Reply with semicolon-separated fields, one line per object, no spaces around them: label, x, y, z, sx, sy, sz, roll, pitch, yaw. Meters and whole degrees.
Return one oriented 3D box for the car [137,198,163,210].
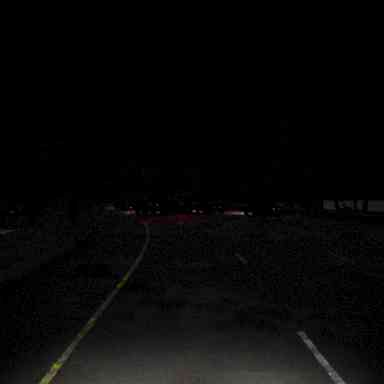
car;-5.950;1.621;46.711;1.882;1.535;5.008;0;0;-29

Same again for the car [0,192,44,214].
car;-12.377;0.955;24.384;2.150;2.045;5.566;0;0;-13

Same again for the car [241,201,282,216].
car;6.889;1.651;33.493;2.033;1.411;5.357;0;0;-18

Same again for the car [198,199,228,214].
car;1.975;1.662;37.310;2.033;1.411;5.357;0;0;-22

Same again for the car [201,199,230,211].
car;3.062;1.661;43.988;1.812;1.442;4.674;0;0;-25

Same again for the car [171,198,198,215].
car;-1.339;1.637;36.184;1.812;1.442;4.674;0;0;-22

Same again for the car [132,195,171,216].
car;-4.281;1.327;34.048;2.150;2.045;5.566;0;0;-22

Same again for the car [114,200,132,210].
car;-9.022;1.740;45.048;1.895;1.301;4.718;0;0;-30

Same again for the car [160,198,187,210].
car;-2.704;1.626;48.067;1.882;1.535;5.008;0;0;-29
